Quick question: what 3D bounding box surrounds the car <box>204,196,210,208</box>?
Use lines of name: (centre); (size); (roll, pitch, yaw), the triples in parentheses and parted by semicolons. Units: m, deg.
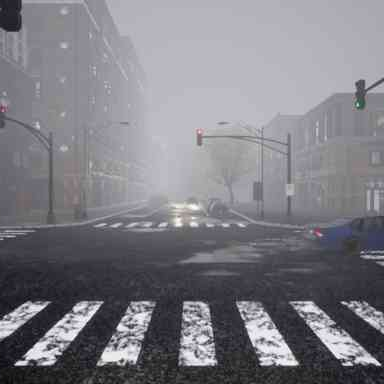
car: (2.744, 1.479, 39.292); (1.967, 1.590, 4.097); (0, 0, 0)

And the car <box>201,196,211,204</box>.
car: (2.782, 1.537, 67.776); (1.967, 1.590, 4.097); (0, 0, 0)

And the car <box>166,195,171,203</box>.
car: (-5.607, 1.397, 62.092); (2.192, 1.841, 5.009); (0, 0, 0)

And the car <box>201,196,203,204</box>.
car: (2.759, 1.640, 50.686); (1.802, 1.307, 4.206); (0, 0, 0)

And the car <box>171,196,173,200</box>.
car: (-5.598, 1.662, 67.789); (1.947, 1.339, 4.313); (0, 0, 0)

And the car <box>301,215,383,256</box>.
car: (7.014, 1.578, 12.632); (5.357, 1.411, 2.033); (1, 0, 0)

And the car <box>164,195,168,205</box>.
car: (-5.614, 1.651, 56.395); (1.802, 1.307, 4.206); (0, 0, 0)

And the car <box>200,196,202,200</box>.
car: (2.775, 1.633, 62.079); (2.008, 1.369, 4.403); (0, 0, 0)

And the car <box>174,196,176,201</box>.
car: (-5.568, 1.687, 90.406); (1.752, 1.417, 4.829); (0, 0, 0)

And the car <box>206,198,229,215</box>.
car: (2.736, 1.580, 33.595); (2.008, 1.369, 4.403); (0, 0, 0)

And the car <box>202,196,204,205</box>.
car: (2.751, 1.488, 44.988); (1.967, 1.590, 4.097); (0, 0, 0)

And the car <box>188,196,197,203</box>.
car: (0.098, 1.540, 70.788); (1.812, 1.442, 4.674); (0, 0, 0)

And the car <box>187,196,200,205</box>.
car: (0.084, 1.556, 60.371); (1.882, 1.535, 5.008); (0, 0, 0)

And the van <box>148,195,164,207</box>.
van: (-5.622, 1.399, 50.698); (1.690, 1.788, 3.998); (0, 0, 0)
